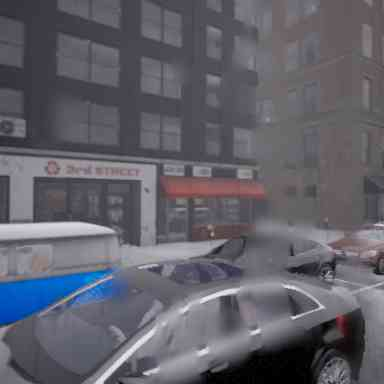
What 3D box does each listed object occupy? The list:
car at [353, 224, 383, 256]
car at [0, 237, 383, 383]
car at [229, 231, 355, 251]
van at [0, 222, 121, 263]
[{"bbox_3d":[6.071,1.724,10.828,4.206,1.307,1.802,1,-1,-35],"label":"car"},{"bbox_3d":[-0.266,1.510,3.187,4.902,1.511,2.128,1,-1,-35],"label":"car"},{"bbox_3d":[1.583,1.637,7.647,4.313,1.339,1.947,1,-1,-35],"label":"car"},{"bbox_3d":[-2.903,1.342,4.468,3.998,1.788,1.690,1,-1,-35],"label":"van"}]
